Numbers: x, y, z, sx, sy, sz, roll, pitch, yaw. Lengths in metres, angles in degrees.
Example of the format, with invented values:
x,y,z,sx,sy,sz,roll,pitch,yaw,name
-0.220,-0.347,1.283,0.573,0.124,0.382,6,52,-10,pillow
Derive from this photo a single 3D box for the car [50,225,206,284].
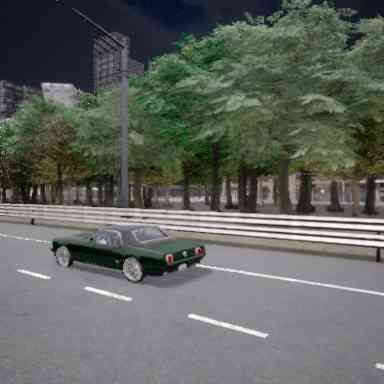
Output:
x,y,z,sx,sy,sz,roll,pitch,yaw,name
-2.044,1.601,9.626,4.718,1.301,1.895,0,0,36,car
